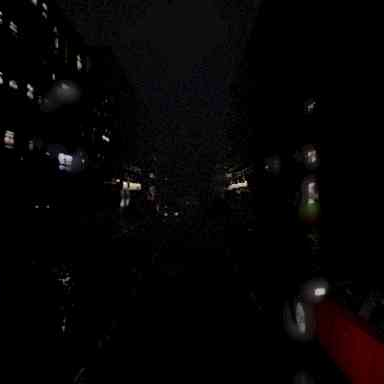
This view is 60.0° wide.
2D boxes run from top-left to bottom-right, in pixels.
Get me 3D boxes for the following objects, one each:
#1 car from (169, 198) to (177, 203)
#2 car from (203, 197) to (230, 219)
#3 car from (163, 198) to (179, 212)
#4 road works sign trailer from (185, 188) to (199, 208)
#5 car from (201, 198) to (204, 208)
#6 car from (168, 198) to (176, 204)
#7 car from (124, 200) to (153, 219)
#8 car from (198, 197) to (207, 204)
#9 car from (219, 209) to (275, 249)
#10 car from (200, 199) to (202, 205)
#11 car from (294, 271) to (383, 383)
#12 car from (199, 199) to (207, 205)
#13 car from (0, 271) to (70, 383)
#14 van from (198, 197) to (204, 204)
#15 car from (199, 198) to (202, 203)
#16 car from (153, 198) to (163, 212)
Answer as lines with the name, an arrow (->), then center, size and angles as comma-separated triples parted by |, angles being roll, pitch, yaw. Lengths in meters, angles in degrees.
car -> -5.308, 2.442, 94.487 | 1.887, 1.381, 4.507 | -1, -1, 0
car -> 2.548, 1.614, 32.093 | 2.192, 1.841, 5.009 | -1, -1, 0
car -> -2.824, 1.939, 46.305 | 1.837, 1.490, 4.892 | 0, -1, 0
road works sign trailer -> 0.012, 1.026, 59.753 | 2.380, 3.560, 2.880 | 0, -1, 0
car -> 2.567, 1.846, 43.420 | 1.967, 1.590, 4.097 | -1, -1, 0
car -> -5.309, 2.387, 88.836 | 1.887, 1.381, 4.507 | -1, -1, 0
car -> -5.320, 1.741, 32.327 | 1.967, 1.590, 4.097 | -1, -1, 0
car -> 2.567, 2.101, 83.069 | 2.192, 1.841, 5.009 | -1, -1, 0
car -> 2.526, 1.691, 15.099 | 2.008, 1.369, 4.403 | -1, -1, 0
car -> 2.565, 2.042, 49.083 | 1.802, 1.307, 4.206 | -1, -1, 0
car -> 2.524, 1.581, 3.770 | 1.887, 1.381, 4.507 | -1, -1, 0
car -> 2.570, 2.314, 77.403 | 1.802, 1.307, 4.206 | -1, -1, 0
car -> -2.849, 1.596, 3.411 | 1.994, 1.385, 4.181 | 0, -1, 0
van -> 2.566, 2.018, 71.741 | 1.690, 1.788, 3.998 | -1, -1, 0
car -> 2.565, 2.059, 54.747 | 1.887, 1.381, 4.507 | -1, -1, 0
car -> -5.318, 1.848, 43.630 | 1.967, 1.590, 4.097 | -1, -1, 0
